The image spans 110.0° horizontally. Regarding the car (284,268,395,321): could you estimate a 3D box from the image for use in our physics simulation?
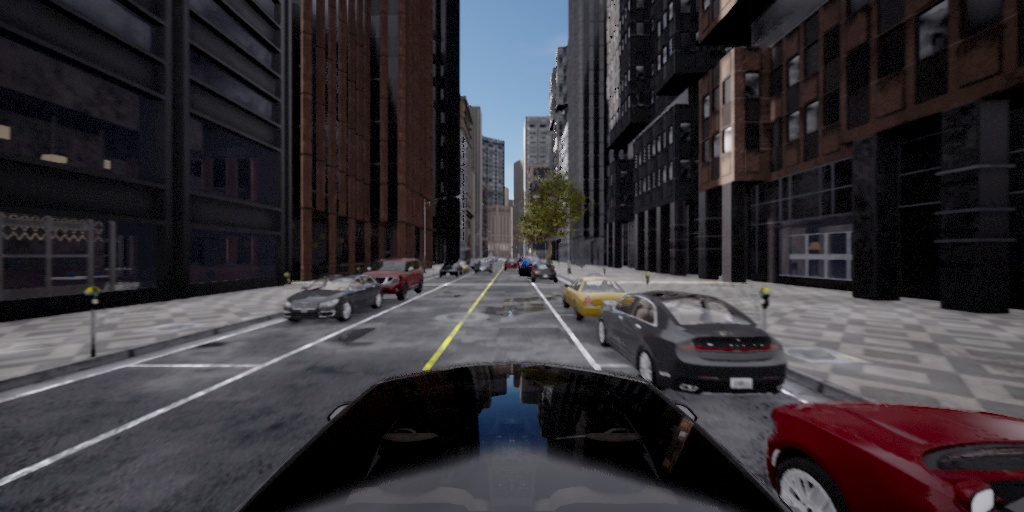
[{"bbox_3d":[-5.765,1.281,12.113,2.007,1.370,4.403,0,0,0],"label":"car"}]

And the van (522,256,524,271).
[{"bbox_3d":[2.746,1.010,57.072,1.690,1.789,3.998,0,0,0],"label":"van"}]

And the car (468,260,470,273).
[{"bbox_3d":[-5.774,1.214,40.036,1.751,1.417,4.829,0,0,0],"label":"car"}]

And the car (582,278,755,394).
[{"bbox_3d":[2.762,1.292,6.501,2.007,1.370,4.403,0,0,0],"label":"car"}]

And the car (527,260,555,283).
[{"bbox_3d":[2.345,1.232,27.414,1.812,1.442,4.674,0,0,0],"label":"car"}]

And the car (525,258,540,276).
[{"bbox_3d":[2.751,1.234,40.217,1.888,1.381,4.507,0,0,0],"label":"car"}]

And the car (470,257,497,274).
[{"bbox_3d":[-3.098,1.180,40.067,2.128,1.511,4.902,0,0,0],"label":"car"}]

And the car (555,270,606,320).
[{"bbox_3d":[2.760,1.256,12.296,1.751,1.417,4.829,0,0,0],"label":"car"}]

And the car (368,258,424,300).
[{"bbox_3d":[-5.767,1.035,17.731,2.192,1.841,5.009,0,0,0],"label":"car"}]

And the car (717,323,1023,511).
[{"bbox_3d":[2.763,1.297,0.889,1.888,1.381,4.507,0,0,0],"label":"car"}]

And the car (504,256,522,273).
[{"bbox_3d":[0.015,1.031,49.343,2.097,1.767,4.553,0,0,0],"label":"car"}]

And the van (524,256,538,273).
[{"bbox_3d":[2.750,1.023,45.835,1.690,1.789,3.998,0,0,0],"label":"van"}]

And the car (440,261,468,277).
[{"bbox_3d":[-5.772,1.262,34.588,1.948,1.339,4.313,0,0,0],"label":"car"}]
